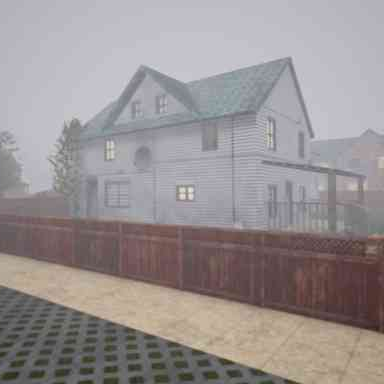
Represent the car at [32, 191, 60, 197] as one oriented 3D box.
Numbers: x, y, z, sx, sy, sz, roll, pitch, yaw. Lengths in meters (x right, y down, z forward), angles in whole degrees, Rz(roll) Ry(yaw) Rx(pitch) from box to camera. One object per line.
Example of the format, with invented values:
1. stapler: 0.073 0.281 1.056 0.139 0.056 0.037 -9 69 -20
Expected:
1. car: -14.338 0.883 32.840 2.150 2.045 5.566 -1 1 36
